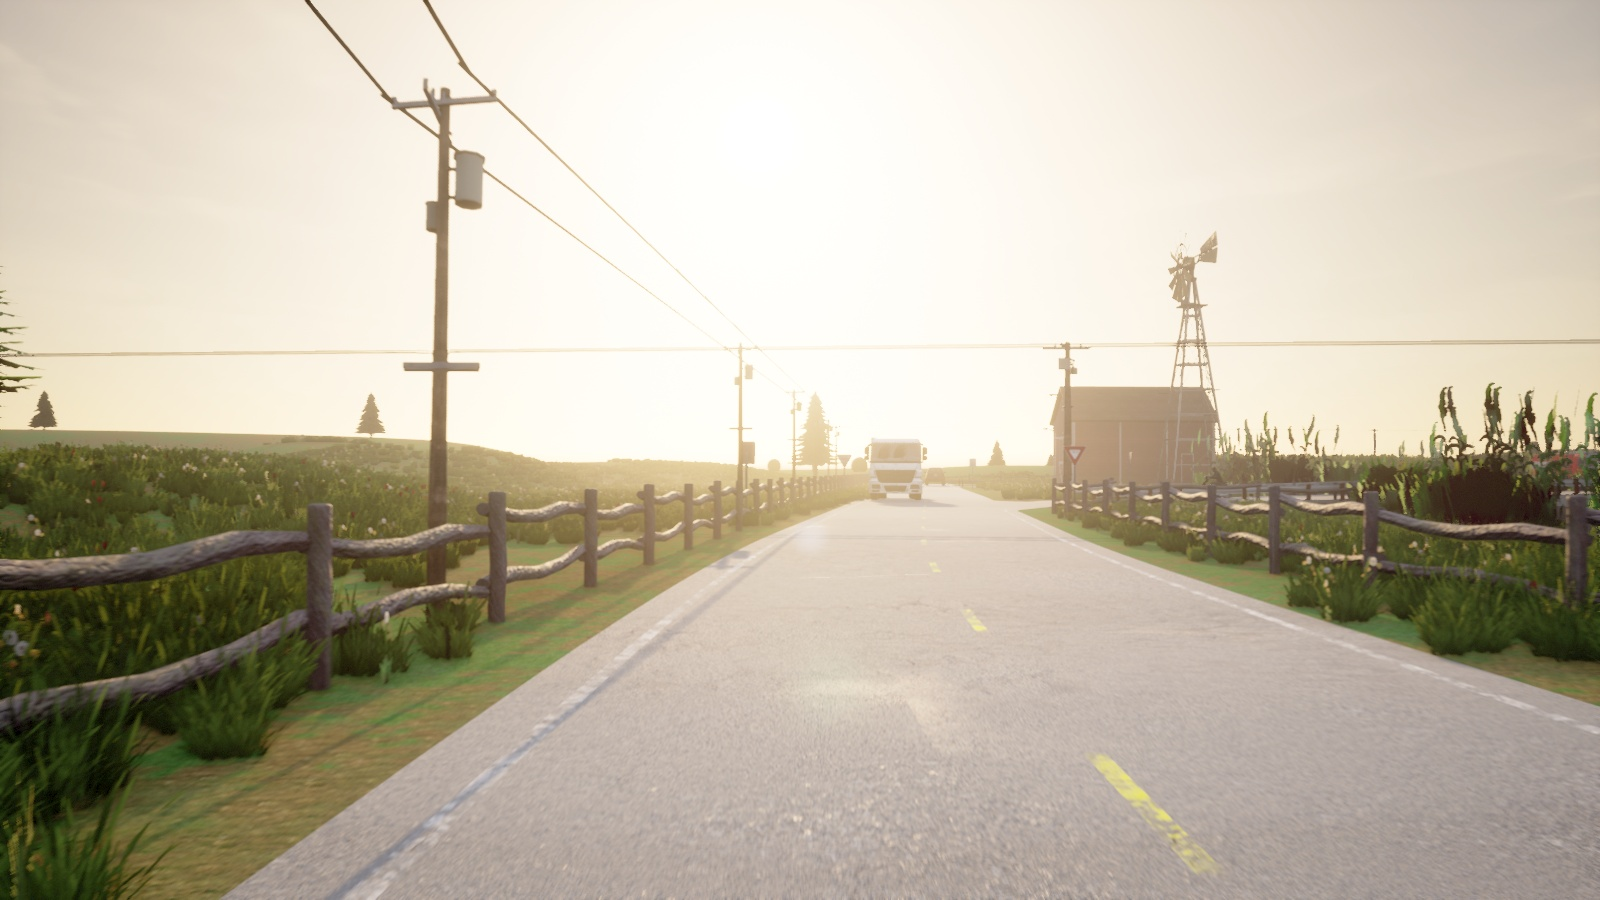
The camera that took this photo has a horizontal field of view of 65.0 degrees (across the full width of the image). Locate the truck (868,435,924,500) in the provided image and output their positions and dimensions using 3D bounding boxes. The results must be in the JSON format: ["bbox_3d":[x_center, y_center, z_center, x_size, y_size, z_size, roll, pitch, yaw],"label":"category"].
[{"bbox_3d":[5.491,0.995,70.733,2.891,3.462,7.936,0,-1,6],"label":"truck"}]
